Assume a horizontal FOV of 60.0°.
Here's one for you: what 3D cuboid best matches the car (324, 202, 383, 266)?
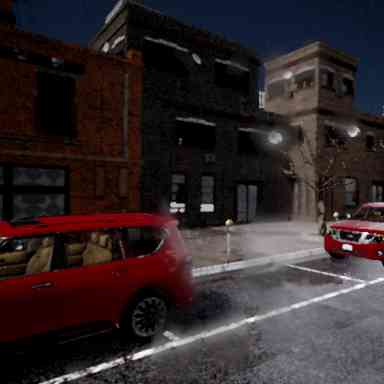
[{"bbox_3d":[6.590,1.280,11.130,5.009,1.841,2.192,0,1,-35],"label":"car"}]

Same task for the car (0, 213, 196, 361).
[{"bbox_3d":[-2.260,1.313,4.916,5.009,1.841,2.192,0,1,-35],"label":"car"}]
